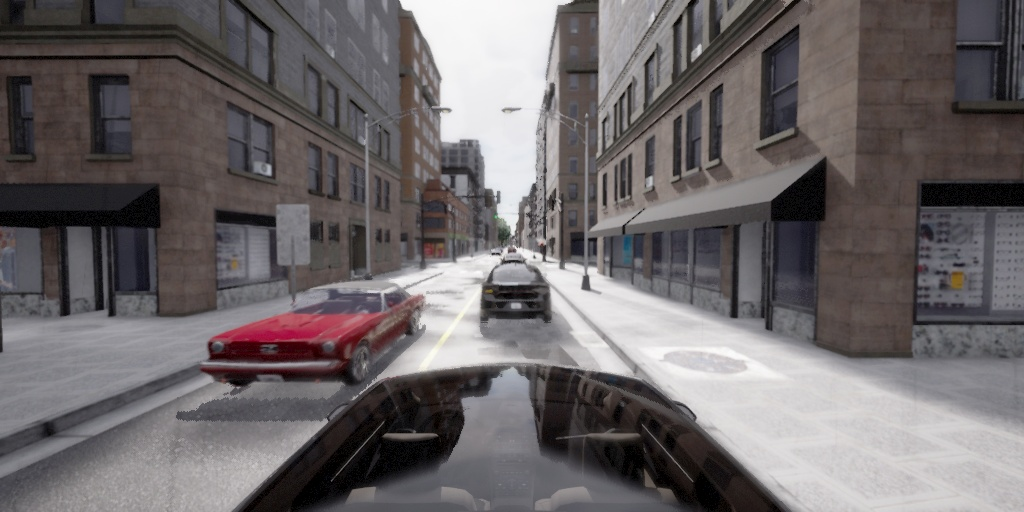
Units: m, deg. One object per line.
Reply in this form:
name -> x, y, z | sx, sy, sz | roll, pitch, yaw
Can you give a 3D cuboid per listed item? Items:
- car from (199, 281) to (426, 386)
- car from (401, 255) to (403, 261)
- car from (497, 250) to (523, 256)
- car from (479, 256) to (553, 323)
car -> -3.096, 1.202, 6.792 | 1.895, 1.301, 4.718 | 0, 2, 0
car -> -14.598, 0.027, 40.578 | 4.097, 1.591, 1.967 | 0, 0, 1
car -> 0.101, 0.523, 26.560 | 1.837, 1.490, 4.892 | 0, 2, 0
car -> 0.101, 0.956, 10.992 | 1.882, 1.535, 5.008 | 0, 2, 0
